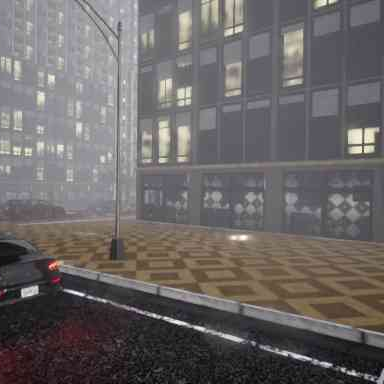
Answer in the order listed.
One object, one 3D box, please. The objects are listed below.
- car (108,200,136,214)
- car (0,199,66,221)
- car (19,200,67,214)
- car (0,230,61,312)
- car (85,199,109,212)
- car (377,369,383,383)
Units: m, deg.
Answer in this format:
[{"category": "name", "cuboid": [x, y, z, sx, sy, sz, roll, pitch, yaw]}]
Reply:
[{"category": "car", "cuboid": [-6.930, 1.830, 38.425, 1.752, 1.417, 4.829, 1, 0, 36]}, {"category": "car", "cuboid": [-13.722, 1.520, 29.209, 2.192, 1.841, 5.009, 1, 0, 36]}, {"category": "car", "cuboid": [-17.226, 1.643, 38.582, 1.752, 1.417, 4.829, 1, 0, 36]}, {"category": "car", "cuboid": [-4.630, 1.522, 6.976, 4.674, 1.442, 1.812, 0, 0, 35]}, {"category": "car", "cuboid": [-11.284, 1.720, 42.262, 1.837, 1.490, 4.892, 1, 1, 36]}, {"category": "car", "cuboid": [3.259, 1.353, 1.362, 4.553, 1.767, 2.097, 0, 0, 35]}]
